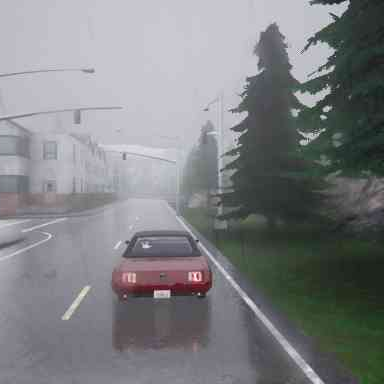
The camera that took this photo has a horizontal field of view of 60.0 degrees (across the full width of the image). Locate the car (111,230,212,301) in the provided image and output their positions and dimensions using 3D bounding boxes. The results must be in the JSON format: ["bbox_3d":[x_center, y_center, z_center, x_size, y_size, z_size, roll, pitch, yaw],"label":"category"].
[{"bbox_3d":[-0.741,1.601,8.359,1.895,1.301,4.718,0,0,-5],"label":"car"}]
